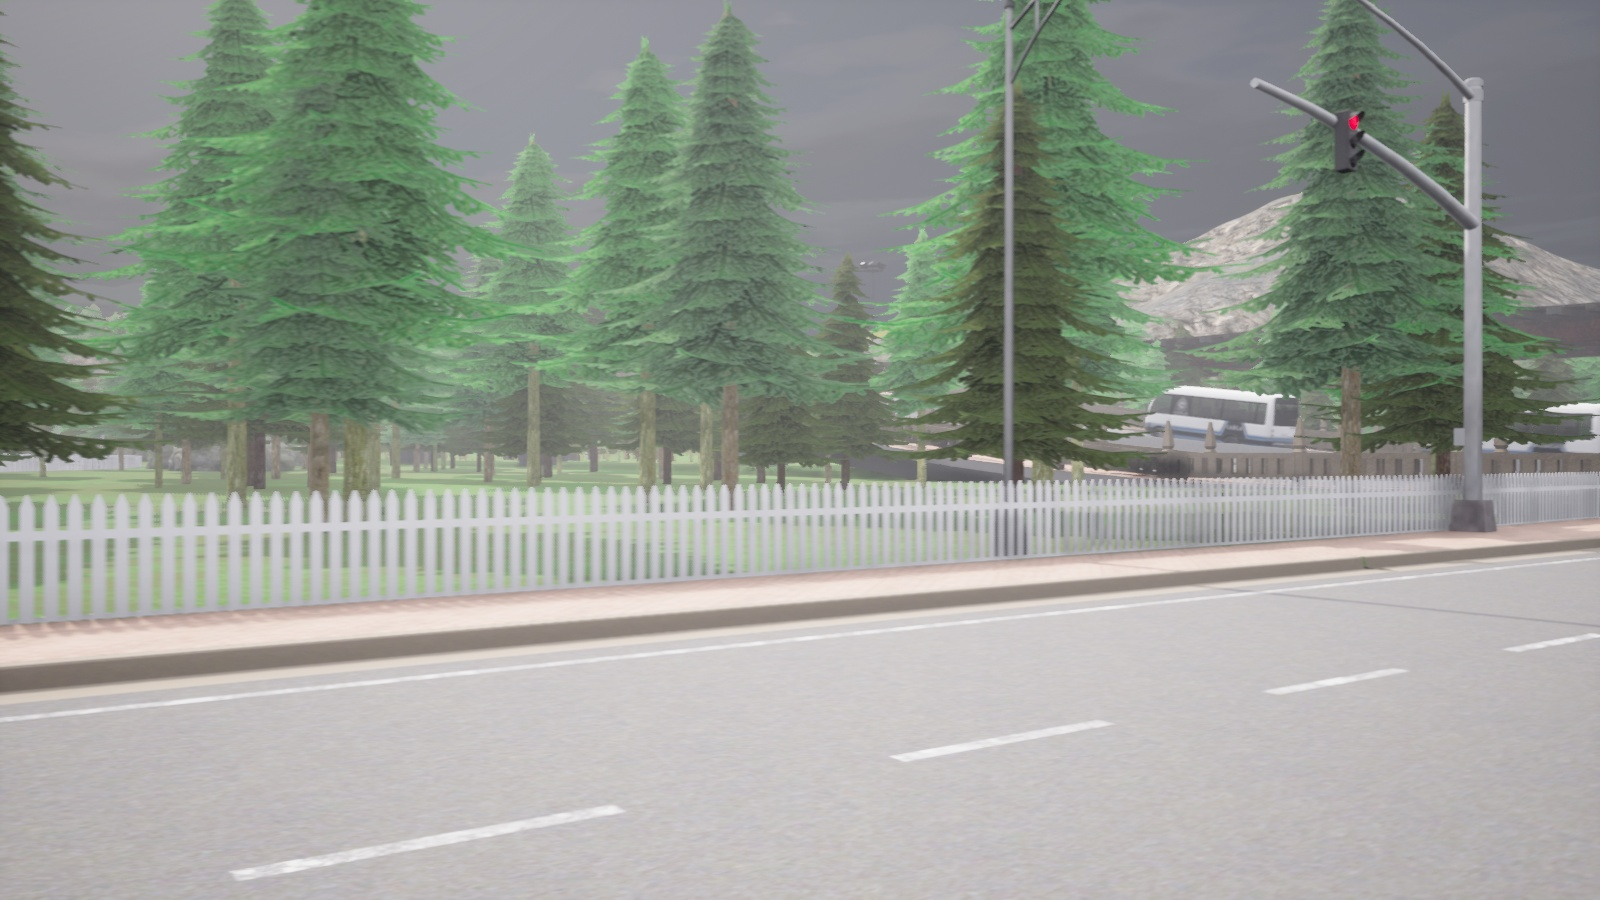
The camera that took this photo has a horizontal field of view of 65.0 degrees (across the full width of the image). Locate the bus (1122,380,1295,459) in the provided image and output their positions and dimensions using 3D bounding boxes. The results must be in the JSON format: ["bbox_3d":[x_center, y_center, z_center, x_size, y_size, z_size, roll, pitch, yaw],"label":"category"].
[{"bbox_3d":[27.193,-2.147,84.263,3.944,4.253,10.273,0,7,-36],"label":"bus"}]

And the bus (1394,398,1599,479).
[{"bbox_3d":[40.318,-0.785,72.316,3.944,4.253,10.273,0,3,-37],"label":"bus"}]
